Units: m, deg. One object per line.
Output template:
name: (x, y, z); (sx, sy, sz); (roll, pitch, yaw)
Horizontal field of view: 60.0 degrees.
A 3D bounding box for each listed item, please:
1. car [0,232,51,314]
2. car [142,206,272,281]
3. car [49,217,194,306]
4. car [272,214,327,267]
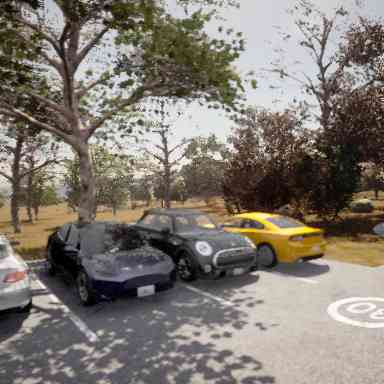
car: (-4.548, 1.520, 6.813); (2.002, 1.452, 4.674); (0, 0, -35)
car: (-0.159, 1.353, 9.986); (2.185, 1.767, 4.553); (0, 0, -36)
car: (-2.277, 1.509, 8.400); (2.163, 1.488, 4.792); (0, 0, -35)
car: (2.119, 1.478, 11.565); (2.097, 1.535, 5.008); (0, 0, -36)
